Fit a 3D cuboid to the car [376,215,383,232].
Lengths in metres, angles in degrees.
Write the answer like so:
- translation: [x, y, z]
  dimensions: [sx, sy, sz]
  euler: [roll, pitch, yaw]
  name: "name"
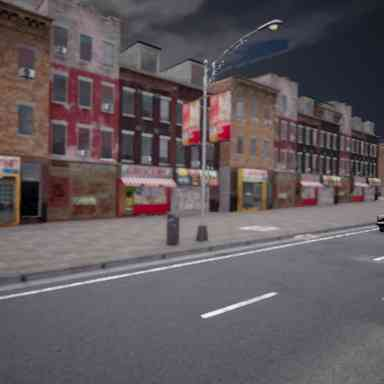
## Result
- translation: [11.539, 1.435, 17.534]
  dimensions: [4.718, 1.301, 1.895]
  euler: [0, 1, -40]
  name: "car"
